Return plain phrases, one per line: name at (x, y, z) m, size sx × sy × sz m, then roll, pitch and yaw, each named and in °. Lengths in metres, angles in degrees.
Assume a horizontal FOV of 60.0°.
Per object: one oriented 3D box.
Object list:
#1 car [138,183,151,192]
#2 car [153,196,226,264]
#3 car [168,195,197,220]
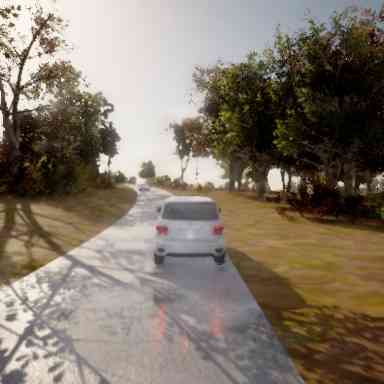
car at (-8.211, -0.795, 57.247) m, size 1.812 × 1.442 × 4.674 m, roll 2°, pitch 3°, yaw -11°
car at (-0.109, 1.152, 11.767) m, size 2.150 × 2.045 × 5.566 m, roll 1°, pitch 1°, yaw -1°
car at (-0.842, 1.104, 25.615) m, size 2.033 × 1.411 × 5.357 m, roll 0°, pitch 2°, yaw -4°
